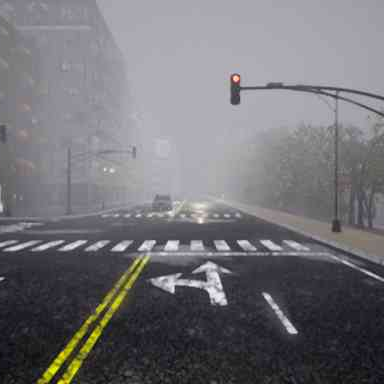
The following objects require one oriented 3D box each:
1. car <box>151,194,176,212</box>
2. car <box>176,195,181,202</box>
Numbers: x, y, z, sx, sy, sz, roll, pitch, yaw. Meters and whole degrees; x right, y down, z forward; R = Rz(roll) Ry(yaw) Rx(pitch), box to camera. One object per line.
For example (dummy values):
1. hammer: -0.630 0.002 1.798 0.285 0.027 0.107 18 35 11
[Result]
1. car: -3.328 1.276 37.955 2.150 2.045 5.566 0 2 0
2. car: -3.399 1.454 72.626 2.033 1.411 5.357 0 0 0
